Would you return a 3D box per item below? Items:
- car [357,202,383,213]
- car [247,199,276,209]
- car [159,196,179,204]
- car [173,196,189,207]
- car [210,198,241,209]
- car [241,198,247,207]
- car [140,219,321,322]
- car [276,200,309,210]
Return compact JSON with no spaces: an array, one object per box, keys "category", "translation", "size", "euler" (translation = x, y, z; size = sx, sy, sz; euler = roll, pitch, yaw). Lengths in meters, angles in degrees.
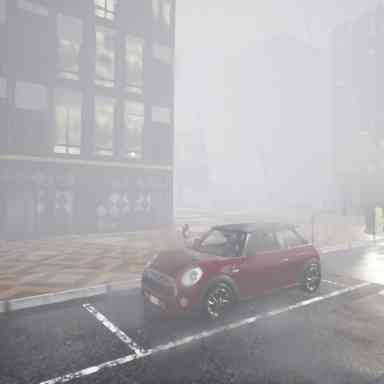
[{"category":"car","translation":[20.995,1.730,37.606],"size":[1.947,1.339,4.313],"euler":[1,-1,-35]},{"category":"car","translation":[11.154,1.800,51.482],"size":[1.887,1.381,4.507],"euler":[1,-1,-35]},{"category":"car","translation":[-5.249,1.725,74.611],"size":[2.192,1.841,5.009],"euler":[1,-1,-35]},{"category":"car","translation":[-2.246,1.733,55.889],"size":[1.887,1.381,4.507],"euler":[1,-1,-35]},{"category":"car","translation":[4.315,1.678,46.638],"size":[2.008,1.369,4.403],"euler":[1,-1,-35]},{"category":"car","translation":[7.873,1.726,56.108],"size":[1.967,1.590,4.097],"euler":[1,-1,-35]},{"category":"car","translation":[0.932,1.442,7.218],"size":[4.097,1.590,1.967],"euler":[0,1,-36]},{"category":"car","translation":[14.434,1.807,46.856],"size":[1.802,1.307,4.206],"euler":[1,-1,-35]}]
